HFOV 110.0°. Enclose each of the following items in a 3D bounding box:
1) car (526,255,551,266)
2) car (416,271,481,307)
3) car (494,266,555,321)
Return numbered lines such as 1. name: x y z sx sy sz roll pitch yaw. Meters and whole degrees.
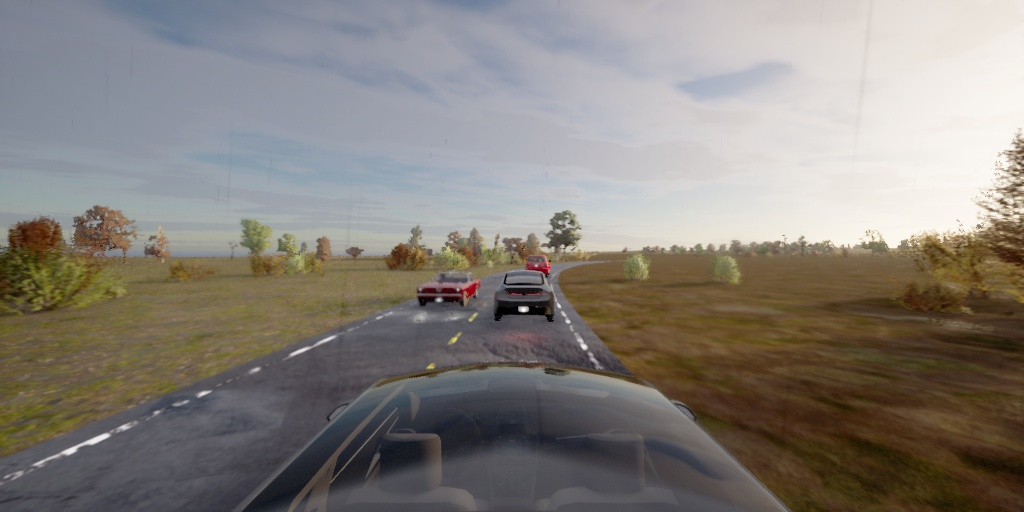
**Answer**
1. car: 2.543 0.964 34.560 2.150 2.045 5.566 0 0 8
2. car: -2.606 1.345 15.599 1.895 1.301 4.718 0 0 4
3. car: 0.440 1.256 12.559 1.837 1.490 4.892 0 0 3
